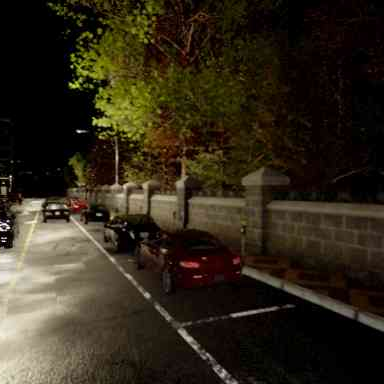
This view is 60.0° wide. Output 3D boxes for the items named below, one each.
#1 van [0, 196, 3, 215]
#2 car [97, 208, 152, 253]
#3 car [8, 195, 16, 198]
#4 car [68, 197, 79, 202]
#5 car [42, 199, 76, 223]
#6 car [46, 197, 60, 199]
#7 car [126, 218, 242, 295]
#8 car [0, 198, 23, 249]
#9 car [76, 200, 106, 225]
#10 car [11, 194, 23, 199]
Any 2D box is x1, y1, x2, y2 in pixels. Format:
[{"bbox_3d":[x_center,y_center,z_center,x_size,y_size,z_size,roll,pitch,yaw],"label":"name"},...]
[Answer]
[{"bbox_3d":[-18.796,1.284,30.871,1.690,1.788,3.998,0,0,-24],"label":"van"},{"bbox_3d":[-2.504,1.548,13.672,1.947,1.339,4.313,0,0,-24],"label":"car"},{"bbox_3d":[-23.173,1.448,40.867,1.752,1.417,4.829,0,0,-24],"label":"car"},{"bbox_3d":[-11.408,1.530,34.007,1.802,1.307,4.206,0,0,-24],"label":"car"},{"bbox_3d":[-10.274,1.508,25.244,2.033,1.411,5.357,0,0,-23],"label":"car"},{"bbox_3d":[-15.673,1.288,37.447,2.097,1.767,4.553,0,0,-23],"label":"car"},{"bbox_3d":[-0.278,1.572,8.588,1.802,1.307,4.206,0,0,-24],"label":"car"},{"bbox_3d":[-8.522,1.327,13.931,2.097,1.767,4.553,0,0,-24],"label":"car"},{"bbox_3d":[-6.956,1.532,23.839,1.947,1.339,4.313,0,0,-24],"label":"car"},{"bbox_3d":[-29.775,1.207,56.307,2.192,1.841,5.009,0,0,-24],"label":"car"}]
